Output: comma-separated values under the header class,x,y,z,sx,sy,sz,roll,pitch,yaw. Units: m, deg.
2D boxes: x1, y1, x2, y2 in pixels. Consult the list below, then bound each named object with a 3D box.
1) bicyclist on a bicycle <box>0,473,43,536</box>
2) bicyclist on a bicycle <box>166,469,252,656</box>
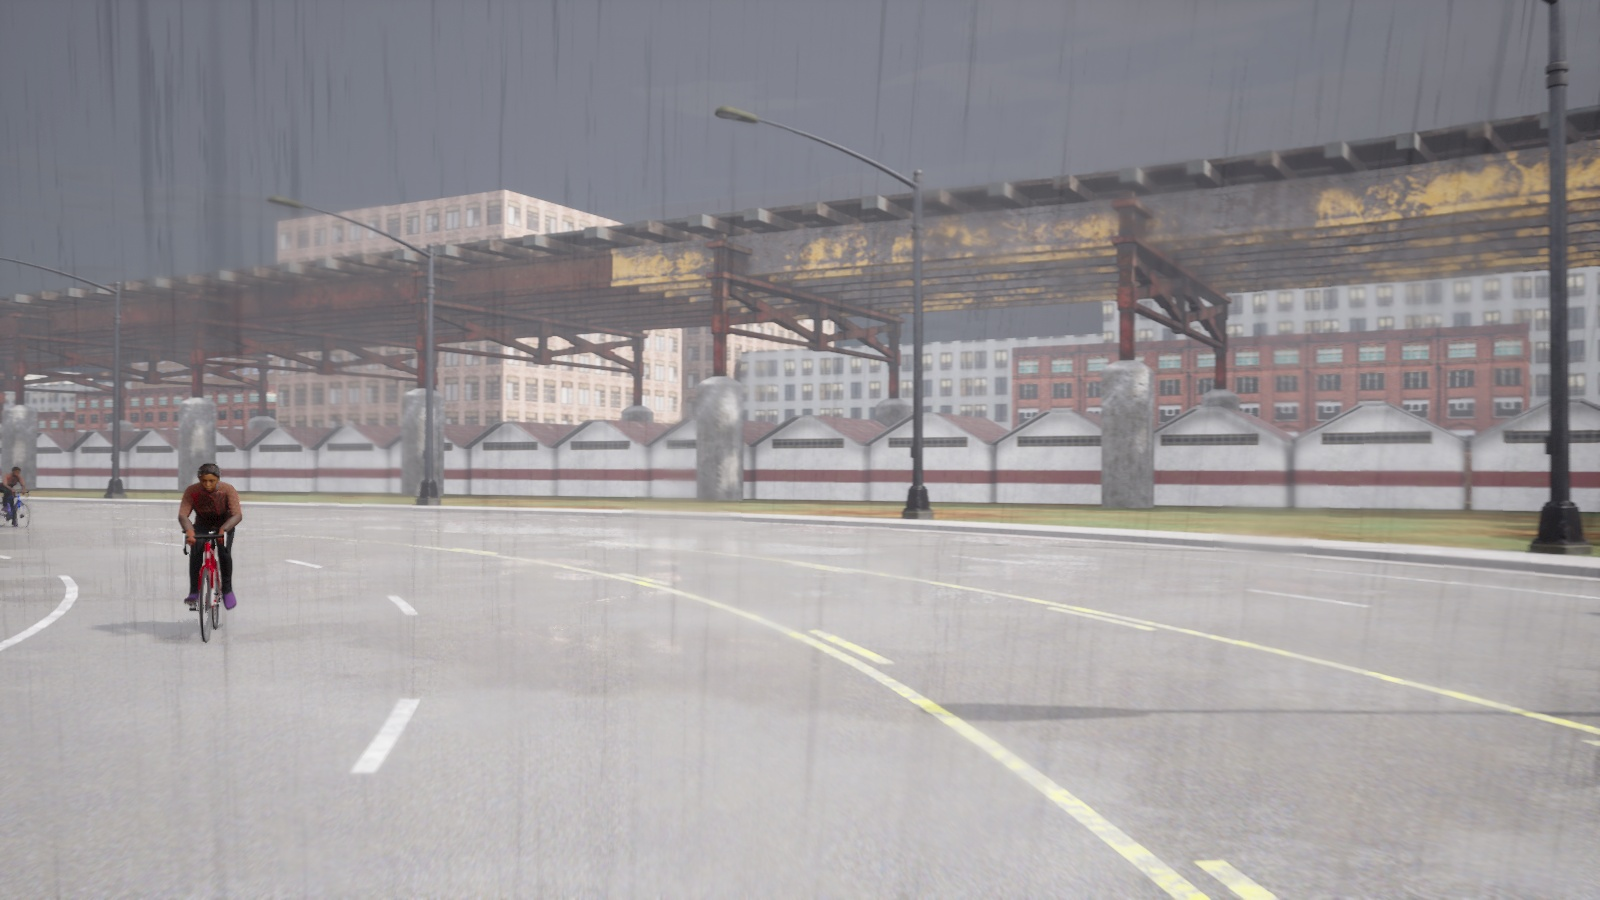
class,x,y,z,sx,sy,sz,roll,pitch,yaw
bicyclist on a bicycle,-20.683,1.423,33.017,1.656,1.620,0.582,0,-1,29
bicyclist on a bicycle,-5.524,0.993,11.807,0.582,1.620,1.656,0,-1,-20
